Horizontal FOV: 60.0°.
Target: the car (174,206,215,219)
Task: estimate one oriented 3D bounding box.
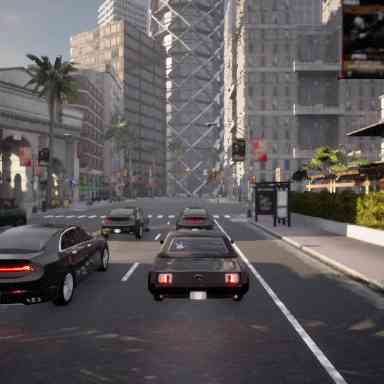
[{"bbox_3d":[0.137,1.505,17.548,1.837,1.490,4.892,0,0,0],"label":"car"}]

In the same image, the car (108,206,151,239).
[{"bbox_3d":[-3.362,1.505,17.433,1.837,1.490,4.892,0,0,0],"label":"car"}]

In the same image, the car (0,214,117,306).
[{"bbox_3d":[-3.370,1.505,8.027,1.837,1.490,4.892,0,0,0],"label":"car"}]

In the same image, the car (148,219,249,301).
[{"bbox_3d":[0.122,1.601,8.285,1.895,1.301,4.718,0,0,0],"label":"car"}]

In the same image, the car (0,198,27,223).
[{"bbox_3d":[-10.465,1.328,16.741,2.150,2.045,5.566,0,0,0],"label":"car"}]
